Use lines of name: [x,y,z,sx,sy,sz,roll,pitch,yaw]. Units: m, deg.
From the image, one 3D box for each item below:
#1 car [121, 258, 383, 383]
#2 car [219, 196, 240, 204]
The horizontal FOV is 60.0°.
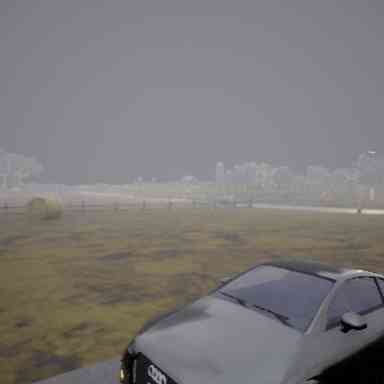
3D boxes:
car: [1.305,1.580,4.000,4.181,1.385,1.994,0,0,-35]
car: [7.404,1.587,65.195,2.097,1.767,4.553,-1,1,-35]
